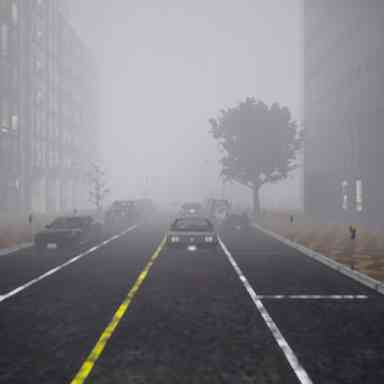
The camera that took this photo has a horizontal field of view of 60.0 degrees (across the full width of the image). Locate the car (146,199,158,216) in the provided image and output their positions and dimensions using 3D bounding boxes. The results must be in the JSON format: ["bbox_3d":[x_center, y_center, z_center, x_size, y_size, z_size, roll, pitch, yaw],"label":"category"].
[{"bbox_3d":[-5.323,1.662,37.410,2.192,1.841,5.009,-1,-1,0],"label":"car"}]

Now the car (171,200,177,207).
[{"bbox_3d":[-2.744,2.133,61.473,1.994,1.385,4.181,0,-1,0],"label":"car"}]

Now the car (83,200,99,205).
[{"bbox_3d":[-21.248,2.200,69.952,4.829,1.417,1.752,0,0,0],"label":"car"}]

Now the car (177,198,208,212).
[{"bbox_3d":[0.006,1.620,29.071,2.097,1.767,4.553,0,-1,0],"label":"car"}]

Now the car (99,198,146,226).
[{"bbox_3d":[-5.325,1.558,26.113,2.192,1.841,5.009,-1,-1,0],"label":"car"}]

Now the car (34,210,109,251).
[{"bbox_3d":[-5.323,1.704,14.813,1.947,1.339,4.313,-1,-1,0],"label":"car"}]

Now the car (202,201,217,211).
[{"bbox_3d":[2.563,2.017,48.735,1.947,1.339,4.313,-1,-1,0],"label":"car"}]

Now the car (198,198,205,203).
[{"bbox_3d":[2.538,2.429,92.315,1.802,1.307,4.206,-1,-1,0],"label":"car"}]

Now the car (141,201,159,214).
[{"bbox_3d":[-5.319,1.922,42.886,1.752,1.417,4.829,-1,-1,0],"label":"car"}]

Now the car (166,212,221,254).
[{"bbox_3d":[0.004,1.732,14.100,1.895,1.301,4.718,0,0,0],"label":"car"}]

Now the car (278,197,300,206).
[{"bbox_3d":[20.193,2.317,70.040,4.206,1.307,1.802,0,0,0],"label":"car"}]

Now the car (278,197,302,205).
[{"bbox_3d":[22.907,2.009,78.184,5.009,1.841,2.192,0,0,0],"label":"car"}]

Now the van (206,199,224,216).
[{"bbox_3d":[2.557,1.688,37.441,1.690,1.788,3.998,-1,-1,0],"label":"van"}]

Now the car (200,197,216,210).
[{"bbox_3d":[2.560,1.818,54.386,2.192,1.841,5.009,-1,-1,0],"label":"car"}]

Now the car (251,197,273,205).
[{"bbox_3d":[16.576,2.001,78.170,5.009,1.841,2.192,0,0,0],"label":"car"}]

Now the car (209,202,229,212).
[{"bbox_3d":[2.558,1.770,26.312,1.752,1.417,4.829,-1,-1,0],"label":"car"}]

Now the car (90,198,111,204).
[{"bbox_3d":[-21.435,2.181,78.091,4.403,1.369,2.008,0,0,0],"label":"car"}]

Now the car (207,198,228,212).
[{"bbox_3d":[2.556,1.610,31.792,2.192,1.841,5.009,-1,-1,0],"label":"car"}]

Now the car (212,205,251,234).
[{"bbox_3d":[2.558,1.742,20.493,2.008,1.369,4.403,-1,-1,0],"label":"car"}]
